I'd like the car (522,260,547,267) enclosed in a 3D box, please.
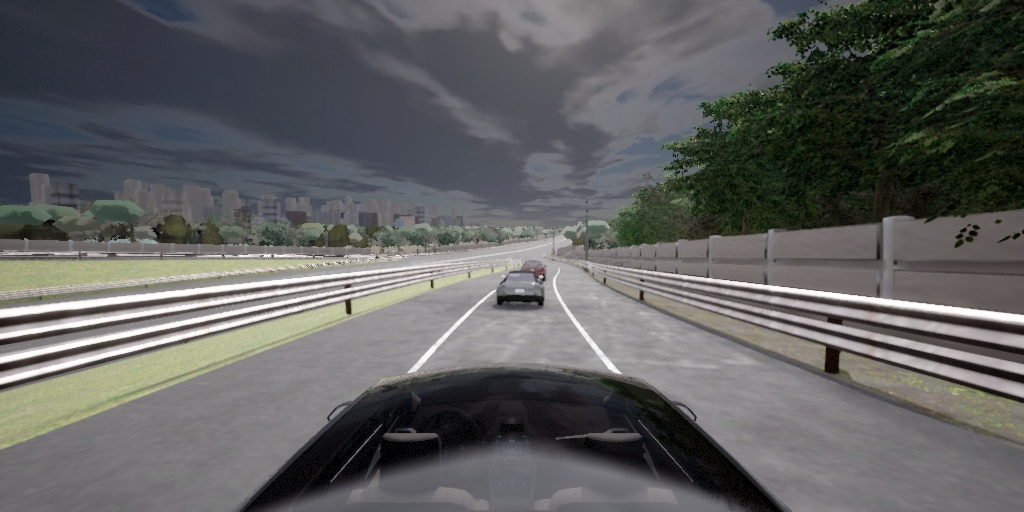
[{"bbox_3d":[1.875,1.120,30.702,2.097,1.767,4.553,1,0,8],"label":"car"}]

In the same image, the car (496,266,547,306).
[{"bbox_3d":[0.429,1.321,15.893,1.994,1.385,4.181,0,0,4],"label":"car"}]
